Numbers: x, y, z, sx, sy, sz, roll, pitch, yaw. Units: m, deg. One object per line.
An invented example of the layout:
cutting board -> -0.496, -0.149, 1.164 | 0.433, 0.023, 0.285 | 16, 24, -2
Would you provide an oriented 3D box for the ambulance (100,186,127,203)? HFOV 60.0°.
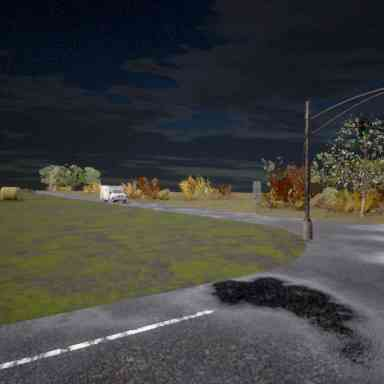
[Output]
ambulance -> -11.822, 0.338, 50.096 | 2.351, 2.431, 6.366 | 2, 0, -32
